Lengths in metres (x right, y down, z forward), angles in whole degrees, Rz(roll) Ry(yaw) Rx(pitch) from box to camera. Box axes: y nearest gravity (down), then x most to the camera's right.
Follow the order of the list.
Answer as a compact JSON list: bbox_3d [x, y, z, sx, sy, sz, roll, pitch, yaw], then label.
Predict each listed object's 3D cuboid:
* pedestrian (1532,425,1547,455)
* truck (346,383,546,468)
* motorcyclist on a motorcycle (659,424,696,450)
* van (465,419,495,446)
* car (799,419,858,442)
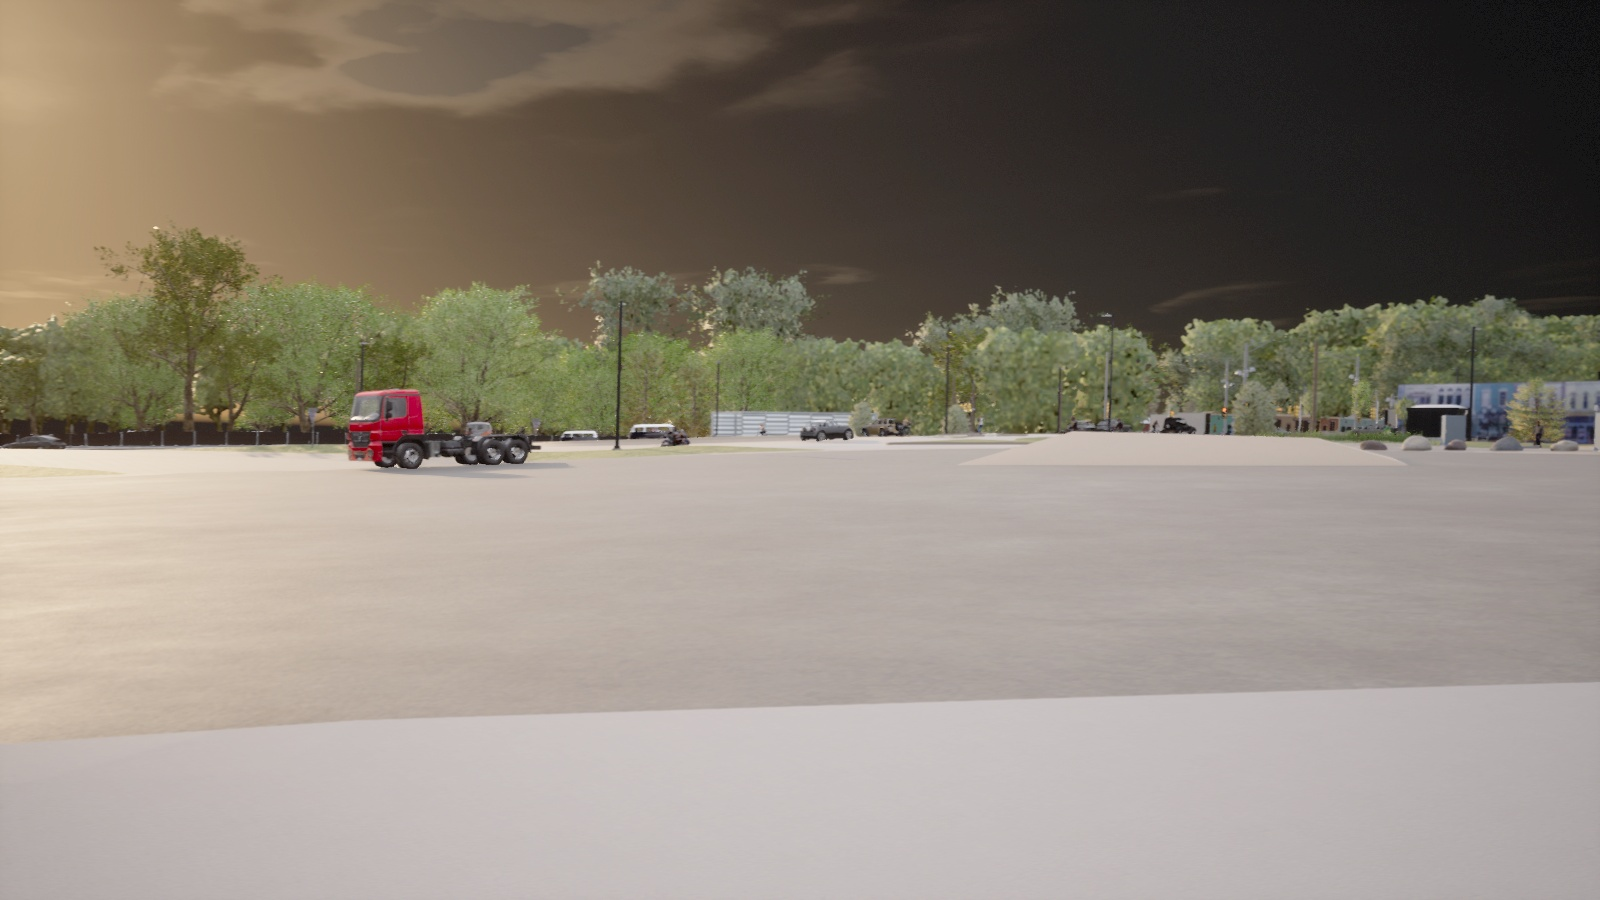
[{"bbox_3d":[47.623,-0.650,80.841,0.788,1.949,0.423,2,1,-32],"label":"pedestrian"},{"bbox_3d":[-15.453,-1.114,55.261,7.936,3.462,2.891,-2,2,-42],"label":"truck"},{"bbox_3d":[-7.984,-0.840,82.058,2.191,1.530,0.866,-2,2,27],"label":"motorcyclist on a motorcycle"},{"bbox_3d":[-24.432,-1.330,95.977,1.775,1.987,4.442,-2,1,-10],"label":"van"},{"bbox_3d":[2.031,-1.412,88.489,3.806,1.475,1.970,-2,4,-41],"label":"car"}]
